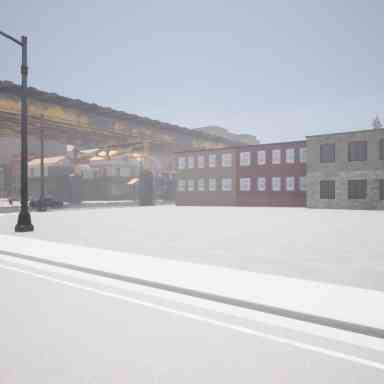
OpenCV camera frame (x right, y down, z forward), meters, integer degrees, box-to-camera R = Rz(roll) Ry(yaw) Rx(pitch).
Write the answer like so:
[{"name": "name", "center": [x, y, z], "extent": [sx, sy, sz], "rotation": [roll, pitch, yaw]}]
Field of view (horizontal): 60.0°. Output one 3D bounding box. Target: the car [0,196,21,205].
[{"name": "car", "center": [-32.568, 1.452, 58.647], "extent": [4.974, 1.542, 2.038], "rotation": [0, 0, 7]}]

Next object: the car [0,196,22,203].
[{"name": "car", "center": [-32.619, 1.295, 58.653], "extent": [4.536, 1.218, 1.853], "rotation": [0, 0, 7]}]

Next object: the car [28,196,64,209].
[{"name": "car", "center": [-19.743, 1.526, 45.238], "extent": [1.812, 1.442, 4.674], "rotation": [0, 0, 33]}]

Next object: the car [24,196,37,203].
[{"name": "car", "center": [-29.064, 1.295, 59.918], "extent": [1.853, 1.218, 4.536], "rotation": [0, 0, -23]}]
